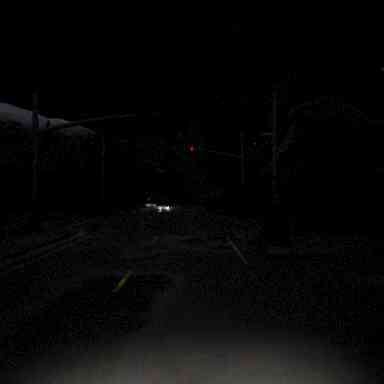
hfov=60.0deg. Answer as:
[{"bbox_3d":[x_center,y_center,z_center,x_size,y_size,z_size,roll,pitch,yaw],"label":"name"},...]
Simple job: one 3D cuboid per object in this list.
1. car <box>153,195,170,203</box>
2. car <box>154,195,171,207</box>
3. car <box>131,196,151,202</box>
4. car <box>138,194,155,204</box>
[{"bbox_3d":[-6.643,1.510,71.781,2.097,1.767,4.553,0,0,-27],"label":"car"},{"bbox_3d":[-4.589,1.680,53.619,1.994,1.385,4.181,0,0,-9],"label":"car"},{"bbox_3d":[-12.397,1.653,80.082,4.902,1.511,2.128,0,0,42],"label":"car"},{"bbox_3d":[-8.873,1.373,68.358,2.150,2.045,5.566,0,0,-25],"label":"car"}]
